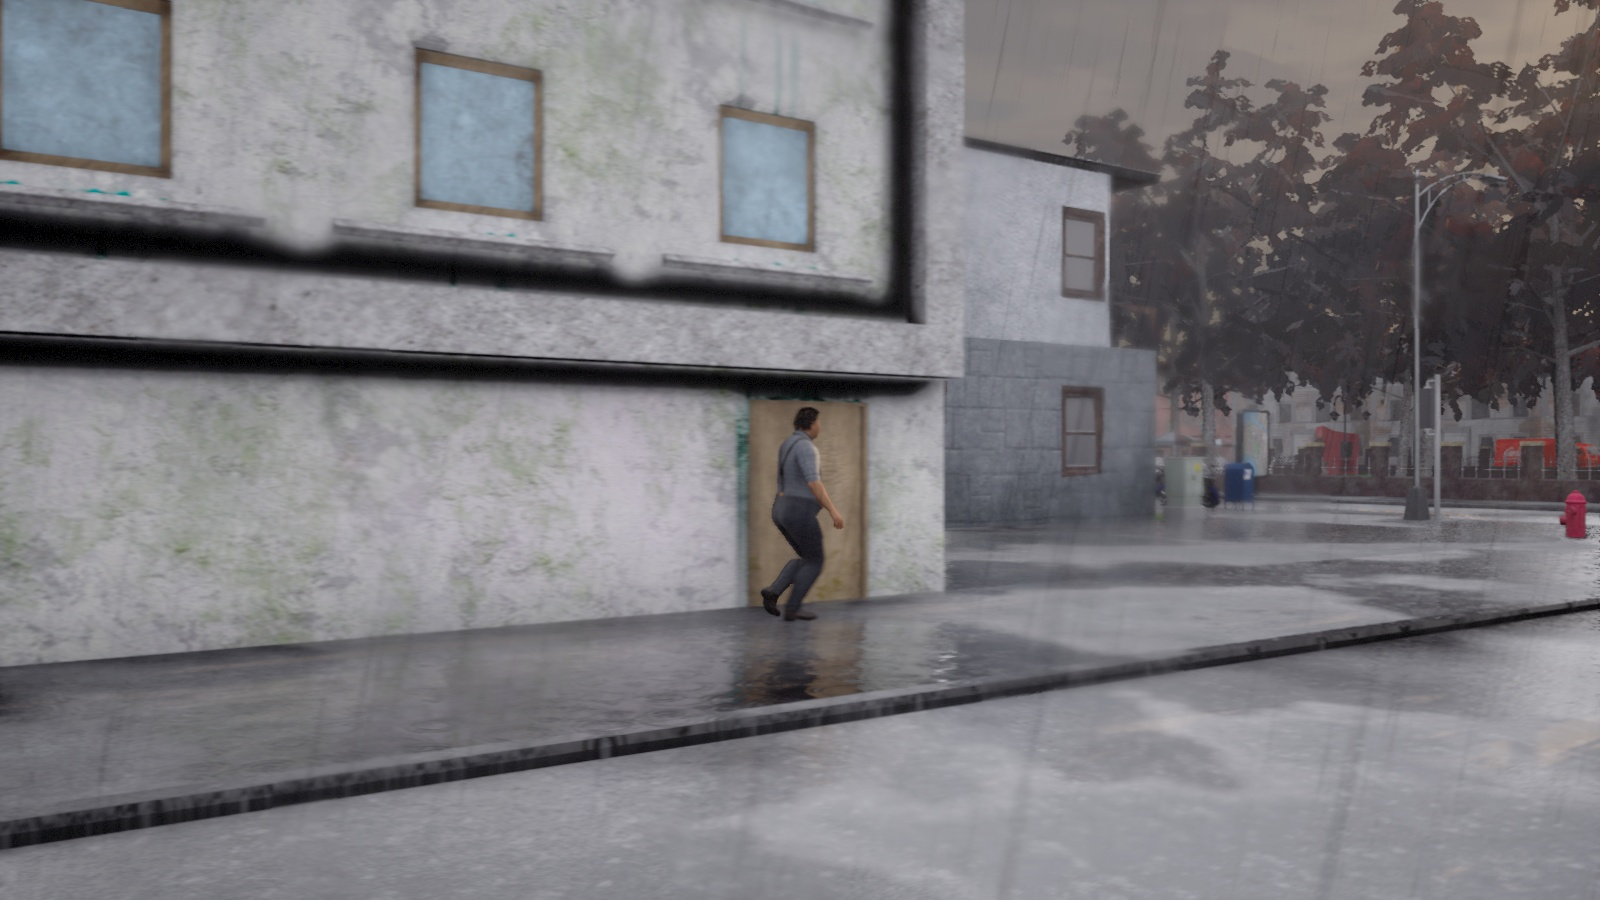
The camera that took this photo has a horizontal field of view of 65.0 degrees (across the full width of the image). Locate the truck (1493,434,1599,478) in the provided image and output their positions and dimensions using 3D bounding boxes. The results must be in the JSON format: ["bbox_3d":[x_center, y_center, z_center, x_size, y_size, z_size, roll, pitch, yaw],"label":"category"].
[{"bbox_3d":[44.118,0.358,73.905,2.627,2.467,5.204,0,0,-35],"label":"truck"}]

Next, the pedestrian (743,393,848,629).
[{"bbox_3d":[-0.041,0.481,10.256,0.694,1.848,0.540,0,0,-26],"label":"pedestrian"}]

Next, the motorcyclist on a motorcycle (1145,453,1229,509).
[{"bbox_3d":[10.889,0.848,35.424,0.866,1.530,2.191,0,0,-35],"label":"motorcyclist on a motorcycle"}]
